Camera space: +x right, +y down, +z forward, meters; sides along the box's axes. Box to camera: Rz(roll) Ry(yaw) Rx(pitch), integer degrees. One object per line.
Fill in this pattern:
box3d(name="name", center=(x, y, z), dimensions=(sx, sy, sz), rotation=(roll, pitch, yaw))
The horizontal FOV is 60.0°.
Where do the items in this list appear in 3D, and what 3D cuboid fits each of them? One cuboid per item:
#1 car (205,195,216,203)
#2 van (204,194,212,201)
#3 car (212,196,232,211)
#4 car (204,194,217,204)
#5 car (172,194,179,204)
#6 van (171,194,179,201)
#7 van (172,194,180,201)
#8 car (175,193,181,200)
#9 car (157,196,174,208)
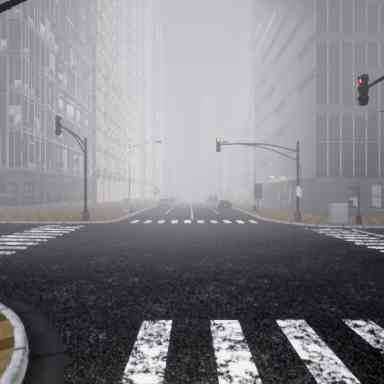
box3d(name="car", center=(3.843, 1.432, 69.461), dimensions=(1.967, 1.590, 4.097), rotation=(0, 0, 0))
box3d(name="van", center=(3.809, 1.321, 80.516), dimensions=(1.690, 1.788, 3.998), rotation=(0, 0, 0))
box3d(name="car", center=(3.976, 1.579, 41.824), dimensions=(1.947, 1.339, 4.313), rotation=(0, 0, 0))
box3d(name="car", center=(3.860, 1.313, 63.932), dimensions=(2.192, 1.841, 5.009), rotation=(0, 0, 0))
box3d(name="car", center=(-4.020, 1.564, 63.909), dimensions=(1.947, 1.339, 4.313), rotation=(0, 0, 0))
box3d(name="van", center=(-4.071, 1.321, 80.492), dimensions=(1.690, 1.788, 3.998), rotation=(0, 0, 0))
box3d(name="van", center=(-4.088, 1.315, 86.019), dimensions=(1.690, 1.788, 3.998), rotation=(0, 0, 0))
box3d(name="car", center=(-4.054, 1.426, 74.964), dimensions=(1.967, 1.590, 4.097), rotation=(0, 0, 0))
box3d(name="car", center=(-3.970, 1.592, 47.326), dimensions=(1.802, 1.307, 4.206), rotation=(0, 0, 0))
